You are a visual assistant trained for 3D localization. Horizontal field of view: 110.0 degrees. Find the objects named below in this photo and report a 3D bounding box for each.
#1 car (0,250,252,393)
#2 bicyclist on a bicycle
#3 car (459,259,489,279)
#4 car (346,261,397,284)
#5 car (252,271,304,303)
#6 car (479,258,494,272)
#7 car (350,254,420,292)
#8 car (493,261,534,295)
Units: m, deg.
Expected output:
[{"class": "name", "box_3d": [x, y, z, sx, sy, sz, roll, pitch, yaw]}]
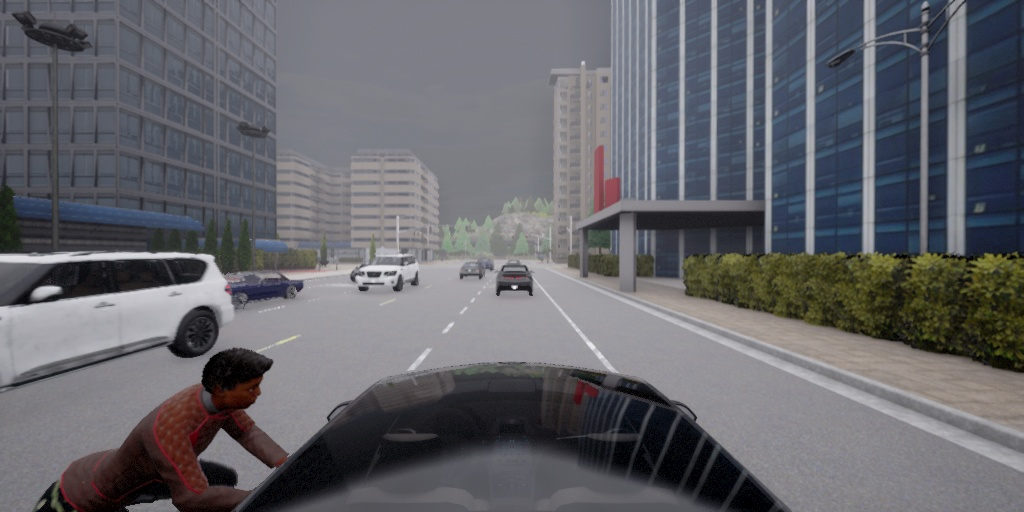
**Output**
[{"class": "car", "box_3d": [-7.108, 0.941, 5.452, 2.150, 2.045, 5.566, 0, 1, 0]}, {"class": "bicyclist on a bicycle", "box_3d": [-1.379, 1.228, 1.609, 1.656, 1.620, 0.582, 0, 6, -13]}, {"class": "car", "box_3d": [-3.349, 1.201, 30.796, 2.033, 1.411, 5.357, 0, 0, 0]}, {"class": "car", "box_3d": [-10.478, 1.152, 27.190, 1.837, 1.490, 4.892, 0, 0, 1]}, {"class": "car", "box_3d": [-10.526, 1.287, 14.288, 1.895, 1.301, 4.718, 0, 0, 1]}, {"class": "car", "box_3d": [-3.318, 0.964, 44.284, 2.097, 1.767, 4.553, 0, 0, 1]}, {"class": "car", "box_3d": [-7.036, 0.892, 21.002, 2.150, 2.045, 5.566, 0, 1, 1]}, {"class": "car", "box_3d": [0.135, 1.201, 19.349, 1.837, 1.490, 4.892, 0, 0, 0]}]
